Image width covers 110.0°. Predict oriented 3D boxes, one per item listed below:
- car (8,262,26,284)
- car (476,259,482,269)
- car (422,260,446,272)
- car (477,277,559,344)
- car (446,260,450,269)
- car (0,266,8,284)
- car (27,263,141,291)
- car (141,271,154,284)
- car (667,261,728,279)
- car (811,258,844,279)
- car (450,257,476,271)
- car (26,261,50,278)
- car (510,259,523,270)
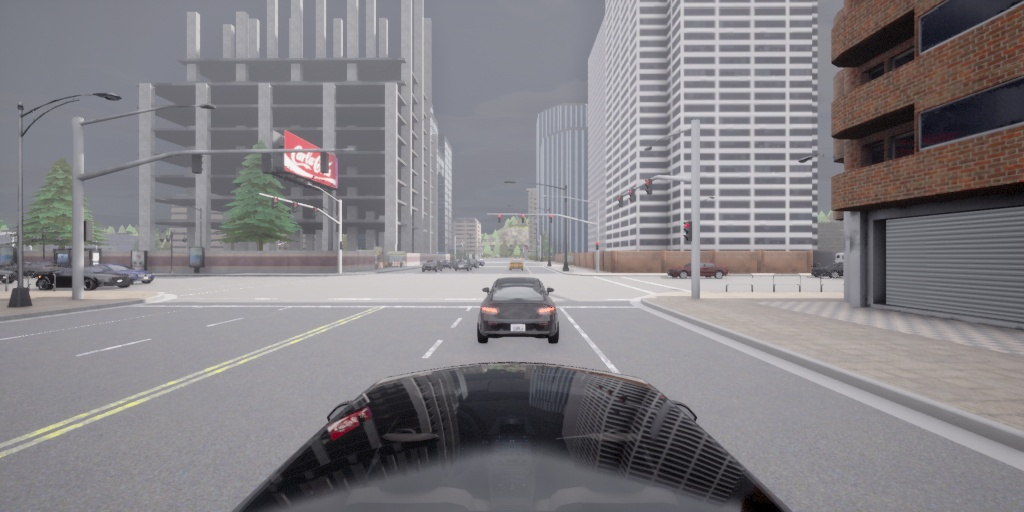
[{"bbox_3d":[-37.846,1.253,25.091,4.892,1.490,1.837,0,0,0],"label":"car"},{"bbox_3d":[-6.417,1.251,57.918,1.837,1.490,4.892,0,0,1],"label":"car"},{"bbox_3d":[-10.079,1.252,45.641,1.837,1.490,4.892,0,0,1],"label":"car"},{"bbox_3d":[0.160,1.275,9.502,1.812,1.442,4.674,0,0,1],"label":"car"},{"bbox_3d":[-9.957,1.294,55.376,2.033,1.411,5.357,0,0,1],"label":"car"},{"bbox_3d":[-34.201,1.101,21.566,4.553,1.767,2.097,0,0,0],"label":"car"},{"bbox_3d":[-25.503,1.313,21.503,4.181,1.385,1.994,0,0,0],"label":"car"},{"bbox_3d":[-27.857,1.274,25.020,4.674,1.442,1.812,0,0,0],"label":"car"},{"bbox_3d":[16.471,1.226,31.918,5.008,1.535,1.882,0,0,0],"label":"car"},{"bbox_3d":[29.443,1.226,31.812,5.008,1.535,1.882,0,0,1],"label":"car"},{"bbox_3d":[-6.539,1.238,48.546,2.128,1.511,4.902,0,0,1],"label":"car"},{"bbox_3d":[-43.516,1.239,32.325,4.902,1.511,2.128,0,0,0],"label":"car"},{"bbox_3d":[0.661,1.224,52.391,1.882,1.535,5.008,0,0,1],"label":"car"}]
